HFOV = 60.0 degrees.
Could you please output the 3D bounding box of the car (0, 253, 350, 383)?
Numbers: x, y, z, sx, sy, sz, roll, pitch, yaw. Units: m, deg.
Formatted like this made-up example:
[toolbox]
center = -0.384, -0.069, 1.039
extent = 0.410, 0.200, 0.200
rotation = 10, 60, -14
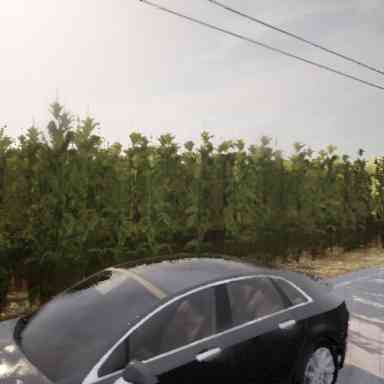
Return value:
[car]
center = -0.326, 1.500, 3.388
extent = 4.892, 1.490, 1.837
rotation = 0, 0, -35
